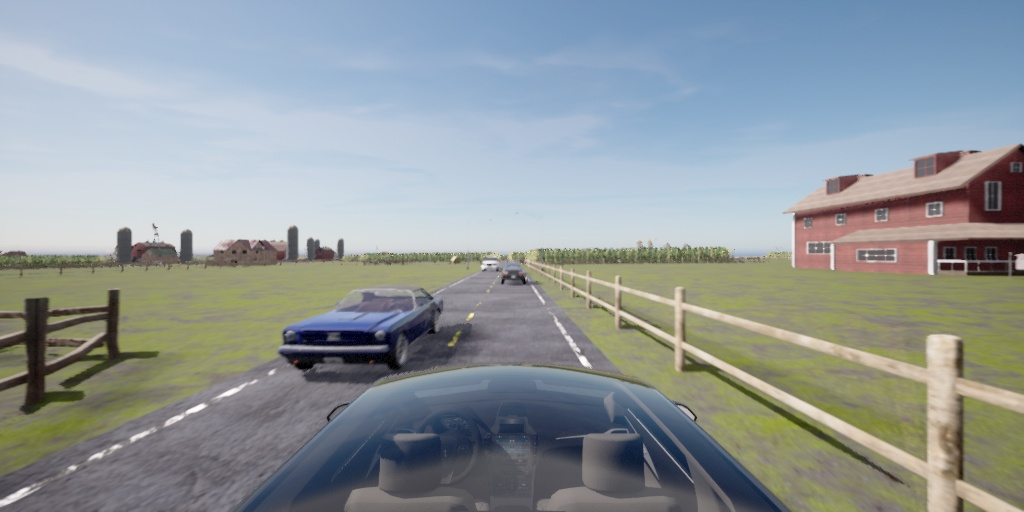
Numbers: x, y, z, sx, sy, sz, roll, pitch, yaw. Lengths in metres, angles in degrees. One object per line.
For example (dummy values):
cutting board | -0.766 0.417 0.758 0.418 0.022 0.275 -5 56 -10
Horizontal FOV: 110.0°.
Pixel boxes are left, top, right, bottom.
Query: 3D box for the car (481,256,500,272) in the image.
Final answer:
car | -2.837 1.037 47.633 2.150 2.045 5.566 0 0 0

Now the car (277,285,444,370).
car | -2.841 1.359 7.914 1.895 1.301 4.718 0 0 0

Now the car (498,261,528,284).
car | 0.107 1.310 27.557 1.812 1.442 4.674 0 0 0
